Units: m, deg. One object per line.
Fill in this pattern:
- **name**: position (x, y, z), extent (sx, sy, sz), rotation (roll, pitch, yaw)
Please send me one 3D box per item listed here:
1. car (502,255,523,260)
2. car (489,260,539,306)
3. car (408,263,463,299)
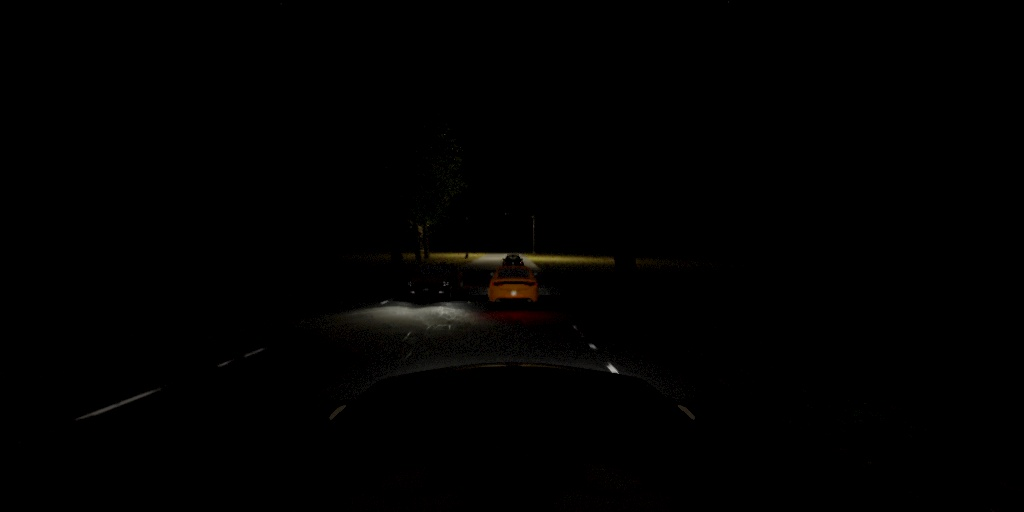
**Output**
- **car**: position (0.093, 0.642, 36.707), extent (2.097, 1.767, 4.553), rotation (0, 1, 0)
- **car**: position (0.075, 1.128, 15.155), extent (1.882, 1.535, 5.008), rotation (0, 1, 0)
- **car**: position (-3.559, 1.103, 17.366), extent (1.882, 1.535, 5.008), rotation (0, 0, 0)
